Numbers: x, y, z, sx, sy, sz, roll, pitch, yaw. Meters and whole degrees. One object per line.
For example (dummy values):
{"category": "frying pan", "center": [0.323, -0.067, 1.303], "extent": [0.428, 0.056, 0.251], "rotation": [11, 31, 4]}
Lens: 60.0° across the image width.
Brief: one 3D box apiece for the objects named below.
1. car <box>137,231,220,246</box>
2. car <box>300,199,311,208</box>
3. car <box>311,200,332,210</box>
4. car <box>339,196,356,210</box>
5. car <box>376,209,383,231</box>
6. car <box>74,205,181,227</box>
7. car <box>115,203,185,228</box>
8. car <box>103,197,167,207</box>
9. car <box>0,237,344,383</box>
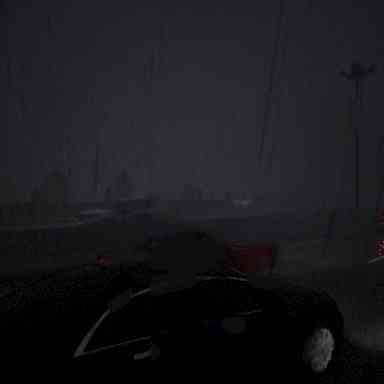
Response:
{"category": "car", "center": [0.143, 1.657, 8.502], "extent": [4.718, 1.301, 1.895], "rotation": [1, 0, -39]}
{"category": "car", "center": [20.128, 1.989, 57.769], "extent": [1.812, 1.442, 4.674], "rotation": [0, 0, 30]}
{"category": "car", "center": [19.994, 1.894, 50.569], "extent": [1.882, 1.535, 5.008], "rotation": [0, 0, 30]}
{"category": "car", "center": [23.000, 1.639, 48.775], "extent": [2.150, 2.045, 5.566], "rotation": [0, 0, 30]}
{"category": "car", "center": [13.182, 1.700, 21.205], "extent": [1.837, 1.490, 4.892], "rotation": [0, 0, 41]}
{"category": "car", "center": [-2.989, 1.579, 15.275], "extent": [4.902, 1.511, 2.128], "rotation": [1, 0, -41]}
{"category": "car", "center": [-3.013, 1.626, 24.659], "extent": [5.008, 1.535, 1.882], "rotation": [1, 0, -44]}
{"category": "car", "center": [-3.779, 1.330, 19.155], "extent": [5.566, 2.045, 2.150], "rotation": [1, 0, -41]}
{"category": "car", "center": [-0.132, 1.530, 3.896], "extent": [4.892, 1.490, 1.837], "rotation": [1, 0, -37]}
